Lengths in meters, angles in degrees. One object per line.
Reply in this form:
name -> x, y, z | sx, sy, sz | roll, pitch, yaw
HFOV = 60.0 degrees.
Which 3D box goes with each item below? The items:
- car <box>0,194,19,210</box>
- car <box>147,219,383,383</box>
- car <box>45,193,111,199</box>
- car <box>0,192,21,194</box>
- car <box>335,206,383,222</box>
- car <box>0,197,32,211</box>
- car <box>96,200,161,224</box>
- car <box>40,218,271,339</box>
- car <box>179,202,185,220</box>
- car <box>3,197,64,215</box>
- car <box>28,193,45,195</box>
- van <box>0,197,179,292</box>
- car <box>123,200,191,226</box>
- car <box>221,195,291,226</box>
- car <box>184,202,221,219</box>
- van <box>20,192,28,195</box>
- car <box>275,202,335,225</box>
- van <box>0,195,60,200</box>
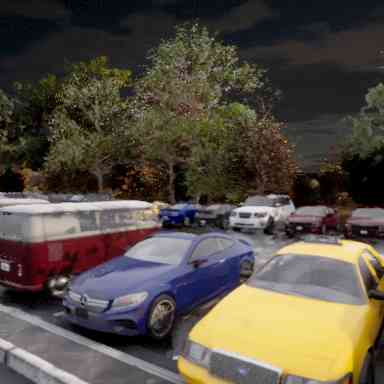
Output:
car -> -22.958, 1.126, 38.721 | 2.185, 1.767, 4.553 | 1, 0, 35
car -> 1.905, 1.474, 5.026 | 1.946, 1.575, 5.366 | 0, 0, 35
car -> -9.359, 1.142, 29.103 | 2.435, 2.045, 5.566 | 0, 0, 35
car -> -18.414, 1.049, 35.528 | 2.435, 2.045, 5.566 | 1, 0, 35
car -> 8.840, 1.454, 16.371 | 2.097, 1.535, 5.008 | 0, 0, 35
car -> -20.720, 1.306, 37.077 | 2.163, 1.488, 4.792 | 1, 0, 35
car -> -4.811, 1.456, 25.910 | 2.163, 1.488, 4.792 | 0, 0, 35
car -> -0.282, 1.514, 6.790 | 2.002, 1.452, 4.674 | 0, 0, 35
car -> -0.255, 1.442, 22.742 | 2.097, 1.535, 5.008 | 0, 0, 35
car -> -16.053, 1.322, 34.064 | 1.946, 1.575, 5.366 | 1, 0, 35
car -> -11.599, 1.122, 30.744 | 2.435, 2.045, 5.566 | 1, 0, 35
van -> -2.510, 1.246, 8.494 | 1.878, 1.987, 4.442 | 0, 0, 35
car -> -2.419, 1.431, 24.493 | 1.946, 1.575, 5.366 | 0, 0, 35
car -> 4.276, 1.198, 19.532 | 2.435, 2.045, 5.566 | 0, 0, 35
car -> 2.018, 1.448, 21.145 | 2.231, 1.521, 4.892 | 0, 0, 35
van -> -13.820, 1.123, 32.412 | 1.878, 1.987, 4.442 | 1, 0, 35
car -> 6.567, 1.452, 17.966 | 2.097, 1.535, 5.008 | 0, 0, 35
van -> -7.237, 1.240, 11.526 | 1.878, 1.987, 4.442 | 0, 0, 35
